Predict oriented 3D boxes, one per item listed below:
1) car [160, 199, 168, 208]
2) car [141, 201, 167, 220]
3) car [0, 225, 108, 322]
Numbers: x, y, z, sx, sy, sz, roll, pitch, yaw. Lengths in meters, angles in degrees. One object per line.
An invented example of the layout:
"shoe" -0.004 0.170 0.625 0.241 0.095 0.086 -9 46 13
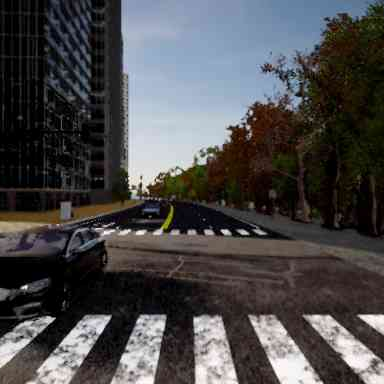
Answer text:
"car" -5.251 2.114 60.909 1.837 1.490 4.892 0 0 -4
"car" -3.829 1.864 32.493 2.033 1.411 5.357 0 -1 -2
"car" -3.298 1.584 7.686 2.128 1.511 4.902 -1 -1 -1
